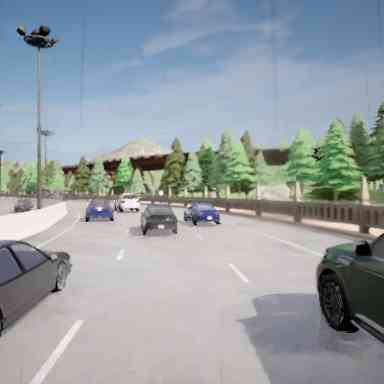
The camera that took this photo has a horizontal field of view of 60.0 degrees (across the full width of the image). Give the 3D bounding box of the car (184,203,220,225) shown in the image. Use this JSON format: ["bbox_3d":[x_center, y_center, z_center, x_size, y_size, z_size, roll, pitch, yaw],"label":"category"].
[{"bbox_3d":[0.640,1.493,23.481,1.812,1.442,4.674,0,0,-12],"label":"car"}]

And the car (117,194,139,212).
[{"bbox_3d":[-7.475,1.200,38.029,2.150,2.045,5.566,0,0,-21],"label":"car"}]

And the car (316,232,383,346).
[{"bbox_3d":[3.383,1.204,3.654,2.150,2.045,5.566,0,0,-2],"label":"car"}]

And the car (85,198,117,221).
[{"bbox_3d":[-7.493,1.345,27.078,2.097,1.767,4.553,0,0,-15],"label":"car"}]

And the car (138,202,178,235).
[{"bbox_3d":[-1.973,1.488,19.015,1.837,1.490,4.892,0,0,-11],"label":"car"}]

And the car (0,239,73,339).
[{"bbox_3d":[-3.704,1.554,5.774,2.033,1.411,5.357,0,0,-4],"label":"car"}]
